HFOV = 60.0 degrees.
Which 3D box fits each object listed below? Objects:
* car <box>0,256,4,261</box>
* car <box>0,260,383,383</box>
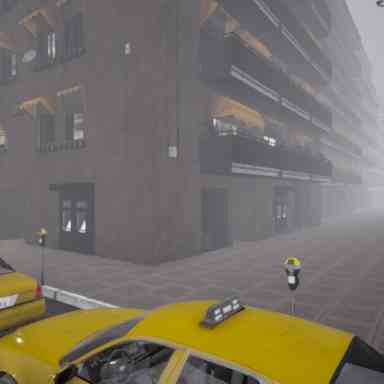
[{"bbox_3d":[-4.563,1.526,5.991,4.829,1.417,1.752,0,0,36],"label":"car"},{"bbox_3d":[0.024,1.525,2.709,4.829,1.417,1.752,0,0,36],"label":"car"}]
